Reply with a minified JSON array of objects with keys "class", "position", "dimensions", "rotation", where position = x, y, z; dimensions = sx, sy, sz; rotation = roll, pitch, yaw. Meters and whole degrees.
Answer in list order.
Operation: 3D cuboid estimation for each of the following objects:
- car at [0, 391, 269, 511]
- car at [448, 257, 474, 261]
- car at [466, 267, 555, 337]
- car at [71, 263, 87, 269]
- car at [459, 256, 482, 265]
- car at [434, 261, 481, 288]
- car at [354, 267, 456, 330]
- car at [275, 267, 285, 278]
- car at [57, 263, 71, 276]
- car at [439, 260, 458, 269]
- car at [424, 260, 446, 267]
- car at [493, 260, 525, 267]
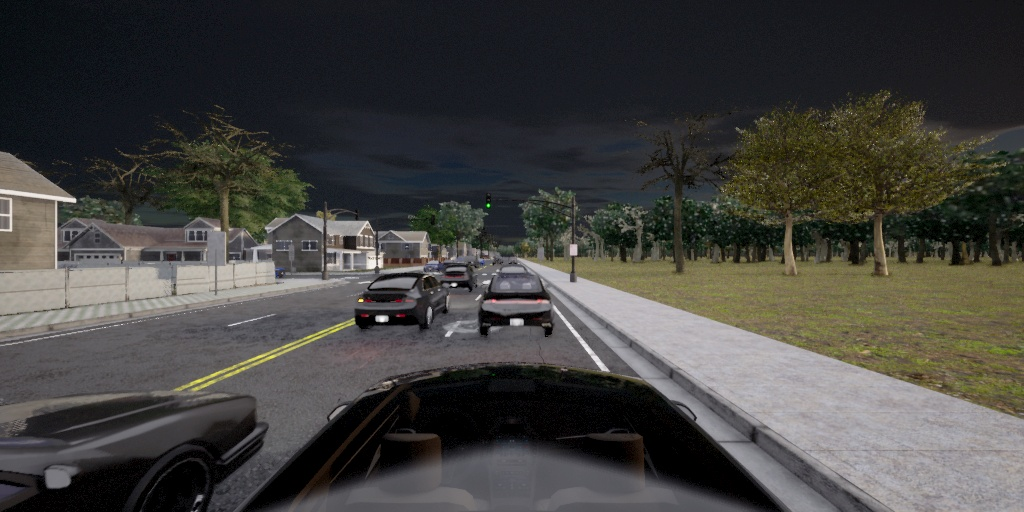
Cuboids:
[{"class":"car","position":[-3.157,1.298,0.757],"dimensions":[2.033,1.411,5.357],"rotation":[0,0,1]},{"class":"car","position":[-6.542,1.233,45.437],"dimensions":[2.128,1.511,4.902],"rotation":[0,0,0]},{"class":"car","position":[0.110,1.242,10.341],"dimensions":[2.128,1.511,4.902],"rotation":[0,0,0]},{"class":"car","position":[-42.573,1.360,34.615],"dimensions":[5.357,1.411,2.033],"rotation":[0,0,0]},{"class":"car","position":[-6.528,0.951,57.089],"dimensions":[2.150,2.045,5.566],"rotation":[0,0,0]},{"class":"car","position":[-3.121,1.257,21.646],"dimensions":[1.837,1.490,4.892],"rotation":[0,1,-1]},{"class":"car","position":[-3.136,1.256,11.086],"dimensions":[1.837,1.490,4.892],"rotation":[0,0,0]},{"class":"car","position":[-22.708,1.258,31.575],"dimensions":[5.008,1.535,1.882],"rotation":[0,0,0]},{"class":"car","position":[-42.745,1.415,31.679],"dimensions":[4.718,1.301,1.895],"rotation":[0,0,0]},{"class":"car","position":[-9.769,1.280,55.806],"dimensions":[2.033,1.411,5.357],"rotation":[0,0,0]},{"class":"car","position":[-9.794,1.268,45.193],"dimensions":[1.812,1.442,4.674],"rotation":[0,0,0]},{"class":"car","position":[0.075,1.227,21.429],"dimensions":[1.882,1.535,5.008],"rotation":[0,0,1]}]
